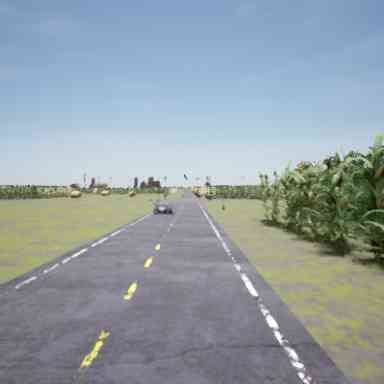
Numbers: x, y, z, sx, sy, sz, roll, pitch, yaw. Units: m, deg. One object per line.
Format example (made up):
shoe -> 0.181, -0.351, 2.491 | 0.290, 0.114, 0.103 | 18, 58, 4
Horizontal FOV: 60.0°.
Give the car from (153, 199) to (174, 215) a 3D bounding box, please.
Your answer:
car -> -2.843, 1.472, 33.981 | 2.128, 1.511, 4.902 | 0, 0, 0
